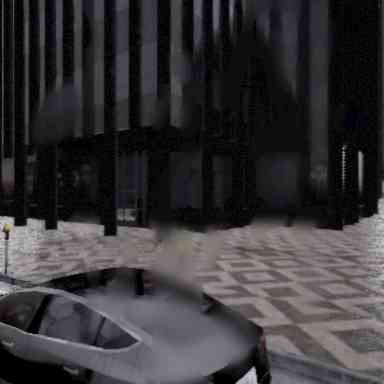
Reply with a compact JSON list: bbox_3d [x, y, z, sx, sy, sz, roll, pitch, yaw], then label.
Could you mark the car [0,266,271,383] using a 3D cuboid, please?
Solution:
[{"bbox_3d":[-1.257,1.579,3.858,4.313,1.339,1.947,0,0,36],"label":"car"}]
